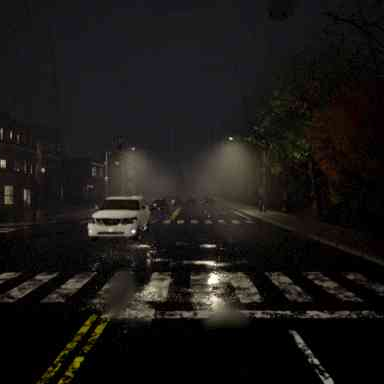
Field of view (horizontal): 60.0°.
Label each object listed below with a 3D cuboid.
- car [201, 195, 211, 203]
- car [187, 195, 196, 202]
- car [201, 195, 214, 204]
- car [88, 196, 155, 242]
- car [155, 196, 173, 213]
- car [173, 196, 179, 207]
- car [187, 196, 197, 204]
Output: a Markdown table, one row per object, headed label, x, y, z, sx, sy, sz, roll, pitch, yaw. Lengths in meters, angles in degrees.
| label | x | y | z | sx | sy | sz | roll | pitch | yaw |
| --- | --- | --- | --- | --- | --- | --- | --- | --- | --- |
| car | 3.072 | 1.493 | 73.222 | 2.128 | 1.511 | 4.902 | 0 | 0 | 0 |
| car | -0.168 | 1.509 | 74.659 | 2.033 | 1.411 | 5.357 | 0 | 0 | 0 |
| car | 3.199 | 1.576 | 63.217 | 1.895 | 1.301 | 4.718 | 0 | 0 | 0 |
| car | -3.390 | 1.216 | 16.588 | 2.150 | 2.045 | 5.566 | 0 | 0 | 0 |
| car | -3.439 | 1.493 | 36.717 | 1.837 | 1.490 | 4.892 | 0 | 0 | 0 |
| car | -3.464 | 1.336 | 50.013 | 2.097 | 1.767 | 4.553 | 0 | 0 | 0 |
| car | -0.057 | 1.575 | 64.460 | 1.895 | 1.301 | 4.718 | 0 | 0 | 0 |
